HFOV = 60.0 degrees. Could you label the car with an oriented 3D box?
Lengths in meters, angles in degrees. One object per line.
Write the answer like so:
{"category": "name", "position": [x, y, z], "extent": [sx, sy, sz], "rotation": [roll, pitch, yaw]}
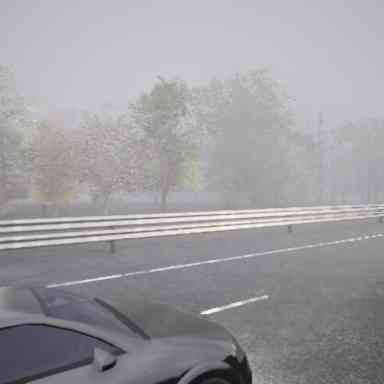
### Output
{"category": "car", "position": [-1.451, 1.565, 2.837], "extent": [4.181, 1.385, 1.994], "rotation": [0, 0, -35]}
